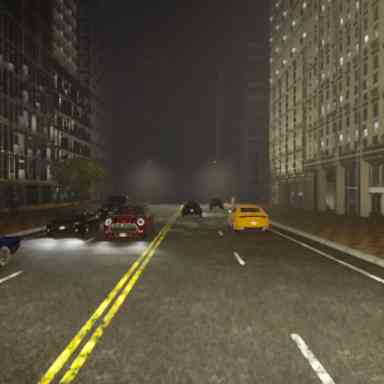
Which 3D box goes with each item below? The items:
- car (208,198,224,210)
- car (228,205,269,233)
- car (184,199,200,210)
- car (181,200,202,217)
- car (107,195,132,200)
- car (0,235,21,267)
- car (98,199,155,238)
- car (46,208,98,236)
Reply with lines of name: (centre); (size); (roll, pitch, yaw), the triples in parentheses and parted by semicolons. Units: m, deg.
car: (3.295, 1.645, 46.106); (1.837, 1.490, 4.892); (0, -1, 0)
car: (3.332, 1.545, 20.410); (1.882, 1.535, 5.008); (0, 0, 0)
car: (-0.001, 1.703, 45.361); (1.994, 1.385, 4.181); (0, 0, 0)
car: (-0.017, 1.668, 32.419); (1.994, 1.385, 4.181); (0, 0, 0)
car: (-6.530, 1.316, 29.518); (2.150, 2.045, 5.566); (0, 0, 0)
car: (-6.583, 1.629, 8.762); (1.895, 1.301, 4.718); (0, 0, 0)
car: (-3.268, 1.452, 17.983); (2.097, 1.767, 4.553); (0, 0, 0)
car: (-6.537, 1.625, 18.767); (1.994, 1.385, 4.181); (0, 0, 0)
